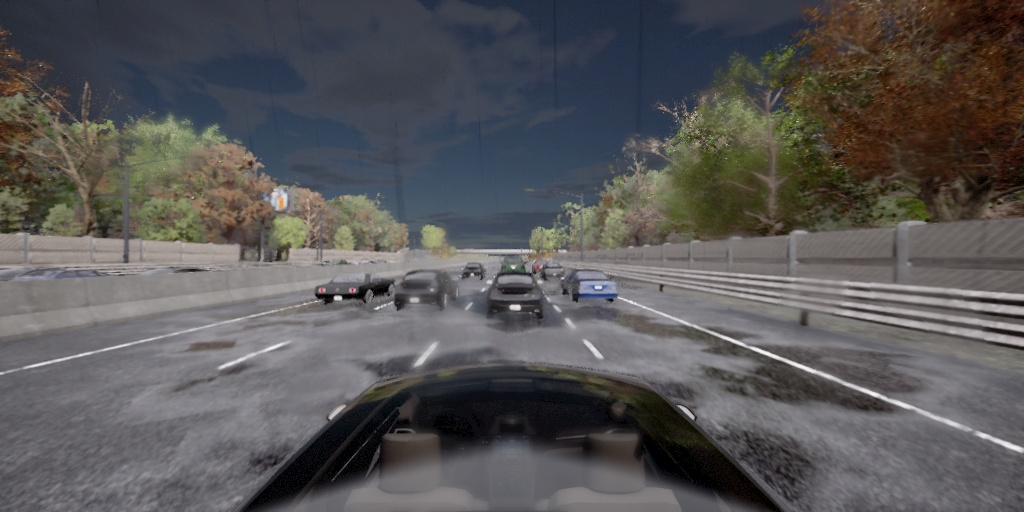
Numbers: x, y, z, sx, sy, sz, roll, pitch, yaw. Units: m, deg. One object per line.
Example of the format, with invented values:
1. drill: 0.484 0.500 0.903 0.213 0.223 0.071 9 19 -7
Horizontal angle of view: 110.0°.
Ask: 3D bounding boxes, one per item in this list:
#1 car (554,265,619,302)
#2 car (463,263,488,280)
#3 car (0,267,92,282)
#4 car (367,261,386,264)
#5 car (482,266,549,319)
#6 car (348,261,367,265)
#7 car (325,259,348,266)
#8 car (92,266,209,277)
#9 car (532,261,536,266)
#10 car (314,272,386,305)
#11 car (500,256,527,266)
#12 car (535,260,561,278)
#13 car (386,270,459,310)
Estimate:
1. car: 3.512 1.341 17.152 2.033 1.411 5.357 0 0 0
2. car: -3.389 1.349 32.900 1.837 1.490 4.892 0 0 0
3. car: -21.094 1.343 16.727 2.033 1.411 5.357 0 0 0
4. car: -21.018 1.491 57.585 1.994 1.385 4.181 0 0 1
5. car: 0.103 1.288 13.043 1.837 1.490 4.892 0 0 0
6. car: -24.508 1.534 58.746 1.895 1.301 4.718 0 0 1
7. car: -28.010 1.280 57.497 2.097 1.767 4.553 0 0 1
8. car: -17.594 1.304 18.329 1.837 1.490 4.892 0 0 0
9. car: 3.512 1.229 43.763 2.097 1.767 4.553 0 0 0
10. car: -6.894 1.394 16.443 1.895 1.301 4.718 0 0 0
11. car: 0.108 1.063 32.227 2.150 2.045 5.566 0 0 0
12. car: 3.510 1.331 31.818 2.128 1.511 4.902 0 0 0
13. car: -3.395 1.294 14.920 1.837 1.490 4.892 0 0 0
